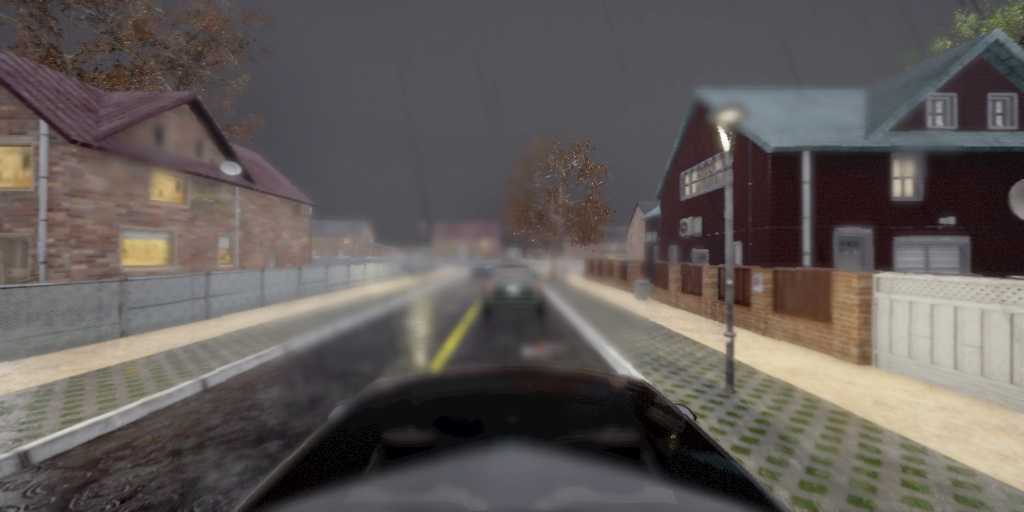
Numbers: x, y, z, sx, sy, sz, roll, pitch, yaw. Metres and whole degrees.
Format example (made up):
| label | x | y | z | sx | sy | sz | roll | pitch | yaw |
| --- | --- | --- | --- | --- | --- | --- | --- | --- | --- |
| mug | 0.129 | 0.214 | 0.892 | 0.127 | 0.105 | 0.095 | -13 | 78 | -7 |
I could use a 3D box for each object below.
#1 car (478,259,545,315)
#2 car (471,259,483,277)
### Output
| label | x | y | z | sx | sy | sz | roll | pitch | yaw |
| --- | --- | --- | --- | --- | --- | --- | --- | --- | --- |
| car | 0.069 | 1.103 | 13.726 | 2.097 | 1.767 | 4.553 | 0 | 0 | 0 |
| car | -2.815 | 1.122 | 35.761 | 2.097 | 1.767 | 4.553 | 0 | 0 | 0 |
